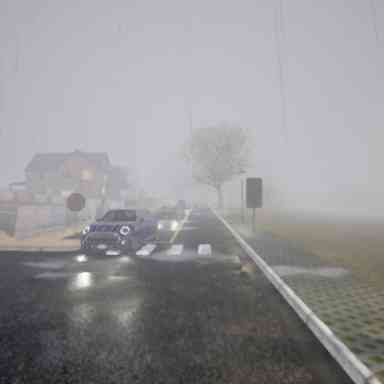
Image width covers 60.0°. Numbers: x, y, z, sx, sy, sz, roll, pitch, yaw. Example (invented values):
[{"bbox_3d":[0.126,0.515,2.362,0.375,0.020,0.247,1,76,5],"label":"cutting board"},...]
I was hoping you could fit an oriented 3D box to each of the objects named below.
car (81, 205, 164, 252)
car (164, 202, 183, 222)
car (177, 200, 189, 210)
[{"bbox_3d":[-2.974,1.481,14.581,2.097,1.767,4.553,-1,-1,10],"label":"car"},{"bbox_3d":[-2.079,1.826,29.111,1.994,1.385,4.181,0,0,1],"label":"car"},{"bbox_3d":[-1.553,1.977,52.053,1.837,1.490,4.892,0,-1,1],"label":"car"}]
